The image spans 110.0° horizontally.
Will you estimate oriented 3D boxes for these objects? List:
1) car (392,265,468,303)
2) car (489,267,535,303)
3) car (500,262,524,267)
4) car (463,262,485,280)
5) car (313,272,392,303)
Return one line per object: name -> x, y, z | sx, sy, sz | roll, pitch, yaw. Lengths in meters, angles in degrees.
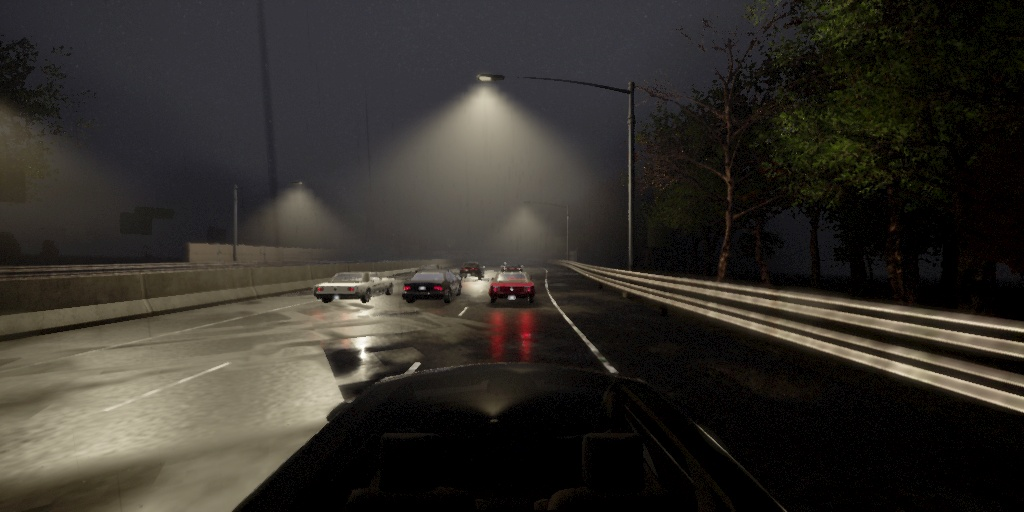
car -> -3.500, 1.313, 16.501 | 2.033, 1.411, 5.357 | 0, 0, 0
car -> 0.000, 1.366, 16.531 | 1.895, 1.301, 4.718 | 0, 0, 0
car -> 0.000, 1.254, 31.501 | 2.128, 1.511, 4.902 | 0, 0, 0
car -> -3.500, 1.276, 31.501 | 1.837, 1.490, 4.892 | 0, 0, 0
car -> -7.000, 1.366, 16.531 | 1.895, 1.301, 4.718 | 0, 0, 0
